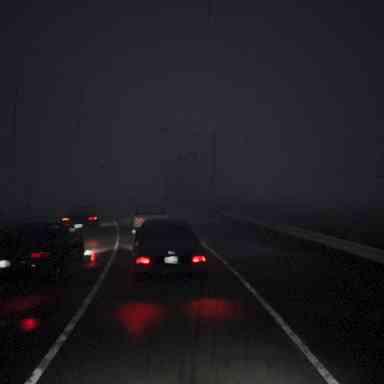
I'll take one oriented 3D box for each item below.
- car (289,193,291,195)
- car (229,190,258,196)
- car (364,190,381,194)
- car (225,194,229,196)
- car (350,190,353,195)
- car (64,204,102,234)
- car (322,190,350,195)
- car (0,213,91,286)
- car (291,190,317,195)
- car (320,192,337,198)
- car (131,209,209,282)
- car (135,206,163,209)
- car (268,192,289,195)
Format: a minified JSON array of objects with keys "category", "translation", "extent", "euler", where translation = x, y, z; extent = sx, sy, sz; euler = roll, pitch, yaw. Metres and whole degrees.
[{"category":"car","translation":[22.969,0.894,79.013],"extent":[4.181,1.385,1.994],"euler":[0,1,-23]},{"category":"car","translation":[11.399,0.642,70.808],"extent":[5.566,2.045,2.150],"euler":[0,0,-20]},{"category":"car","translation":[43.308,0.540,79.616],"extent":[5.566,2.045,2.150],"euler":[0,1,-38]},{"category":"car","translation":[9.342,0.749,73.782],"extent":[4.553,1.767,2.097],"euler":[0,0,-20]},{"category":"car","translation":[39.228,0.501,85.324],"extent":[5.566,2.045,2.150],"euler":[0,1,-38]},{"category":"car","translation":[-5.808,1.385,17.709],"extent":[1.812,1.442,4.674],"euler":[0,0,-14]},{"category":"car","translation":[30.180,0.628,70.823],"extent":[5.566,2.045,2.150],"euler":[0,1,-27]},{"category":"car","translation":[-4.277,1.492,9.109],"extent":[1.994,1.385,4.181],"euler":[0,0,-6]},{"category":"car","translation":[26.278,0.583,76.679],"extent":[5.566,2.045,2.150],"euler":[0,1,-27]},{"category":"car","translation":[35.751,0.668,86.978],"extent":[4.902,1.511,2.128],"euler":[0,1,-38]},{"category":"car","translation":[-0.764,1.469,9.573],"extent":[2.033,1.411,5.357],"euler":[0,0,-7]},{"category":"car","translation":[-2.503,1.447,19.064],"extent":[1.895,1.301,4.718],"euler":[0,0,-13]},{"category":"car","translation":[15.916,0.812,65.035],"extent":[4.553,1.767,2.097],"euler":[0,0,-20]}]
